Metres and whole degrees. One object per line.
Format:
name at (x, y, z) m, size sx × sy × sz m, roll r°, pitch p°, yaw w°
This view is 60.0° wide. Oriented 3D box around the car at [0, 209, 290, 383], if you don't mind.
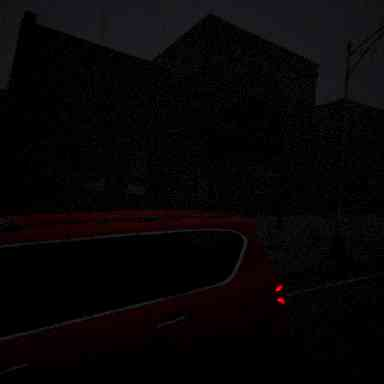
car at (-1.576, 1.215, 2.777) m, size 5.566 × 2.045 × 2.150 m, roll 0°, pitch 0°, yaw -35°
